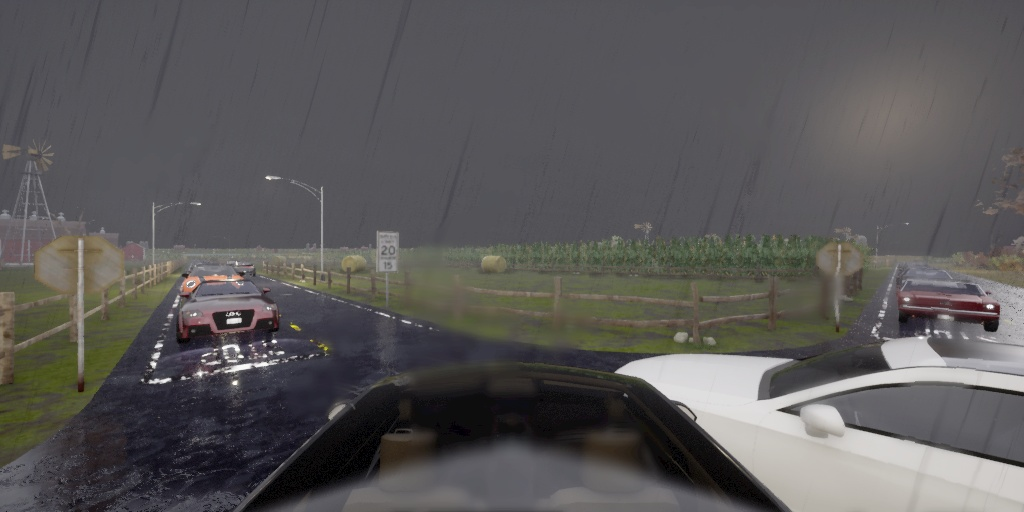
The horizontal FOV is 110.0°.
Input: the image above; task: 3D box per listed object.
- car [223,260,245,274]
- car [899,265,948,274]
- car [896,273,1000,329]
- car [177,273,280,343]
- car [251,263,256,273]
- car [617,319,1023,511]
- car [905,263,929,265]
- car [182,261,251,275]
[{"bbox_3d":[-33.546,1.288,43.211,1.837,1.490,4.892,0,0,-41],"label":"car"},{"bbox_3d":[20.659,1.353,17.880,5.357,1.411,2.033,0,1,-43],"label":"car"},{"bbox_3d":[13.558,1.392,11.342,4.718,1.301,1.895,0,1,-43],"label":"car"},{"bbox_3d":[-7.906,1.352,9.946,1.994,1.385,4.181,0,0,-42],"label":"car"},{"bbox_3d":[-26.852,1.269,35.729,2.128,1.511,4.902,0,0,-41],"label":"car"},{"bbox_3d":[2.846,1.293,2.320,1.812,1.442,4.674,0,1,-44],"label":"car"},{"bbox_3d":[27.437,1.387,24.110,4.181,1.385,1.994,0,1,-43],"label":"car"},{"bbox_3d":[-13.658,1.134,16.451,2.097,1.767,4.553,0,0,-42],"label":"car"}]
